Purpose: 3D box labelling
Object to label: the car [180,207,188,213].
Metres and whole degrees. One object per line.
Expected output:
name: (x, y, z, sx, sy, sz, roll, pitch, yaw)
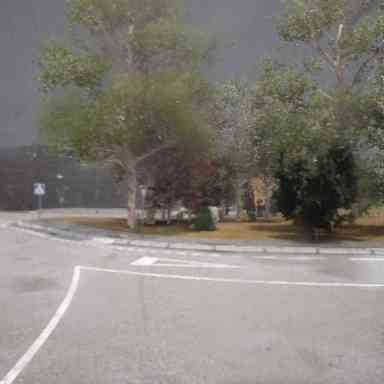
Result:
car: (-1.365, 4.955, 93.414, 2.435, 2.045, 5.566, 0, -2, 23)
